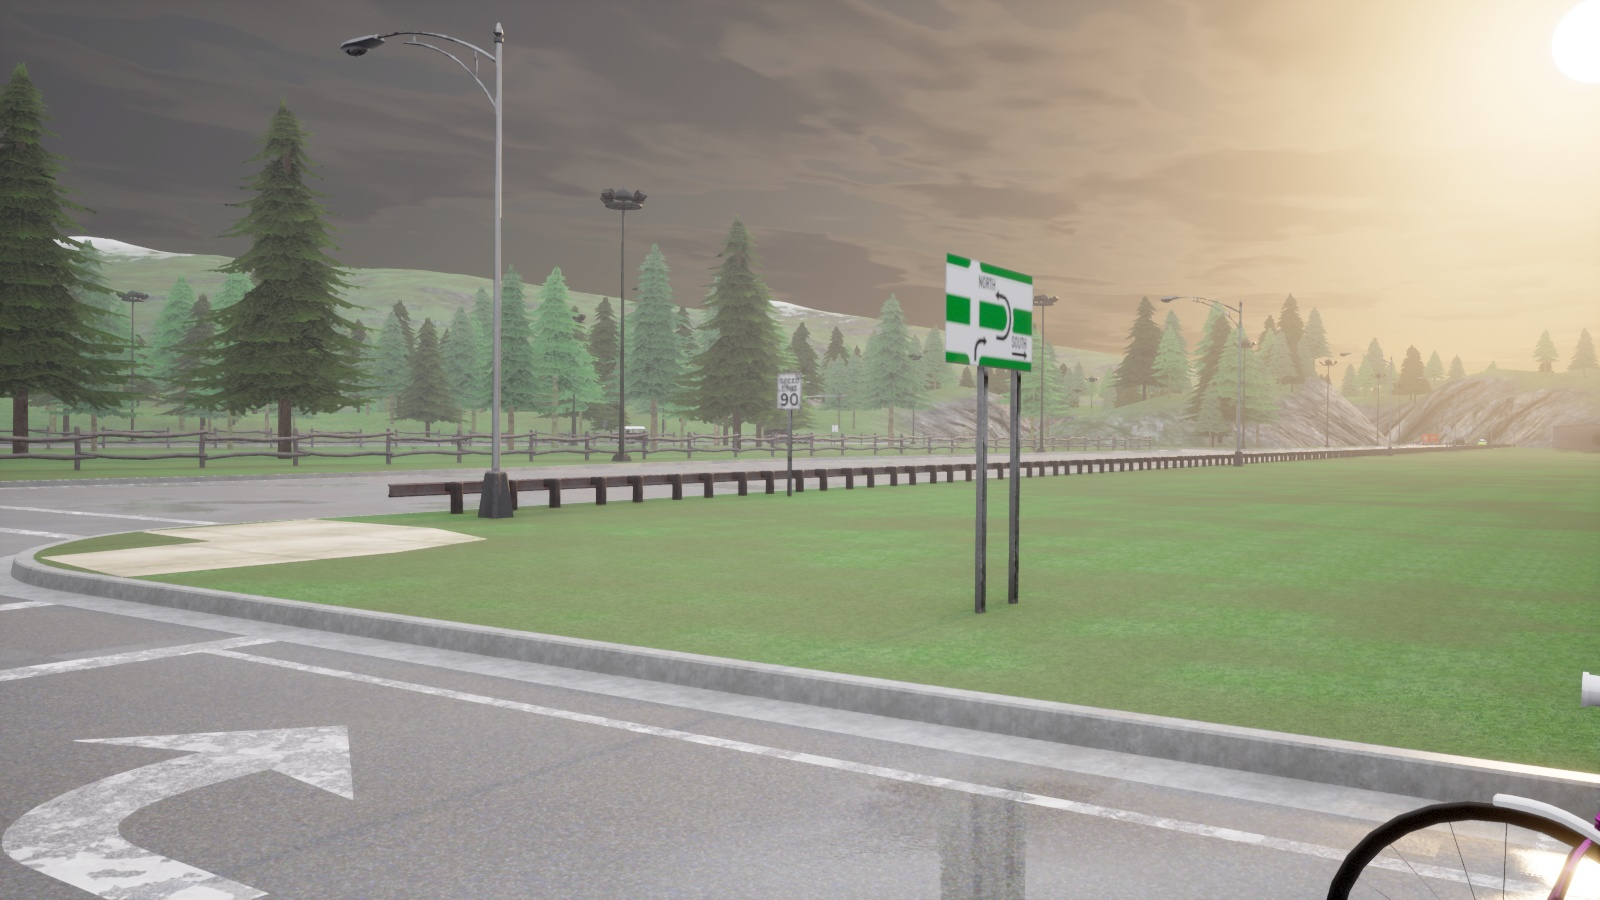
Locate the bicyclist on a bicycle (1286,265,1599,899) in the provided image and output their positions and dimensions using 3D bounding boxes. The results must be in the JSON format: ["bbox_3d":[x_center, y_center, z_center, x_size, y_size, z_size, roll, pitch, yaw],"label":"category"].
[{"bbox_3d":[1.943,0.552,2.330,1.843,1.776,0.659,0,1,34],"label":"bicyclist on a bicycle"}]
